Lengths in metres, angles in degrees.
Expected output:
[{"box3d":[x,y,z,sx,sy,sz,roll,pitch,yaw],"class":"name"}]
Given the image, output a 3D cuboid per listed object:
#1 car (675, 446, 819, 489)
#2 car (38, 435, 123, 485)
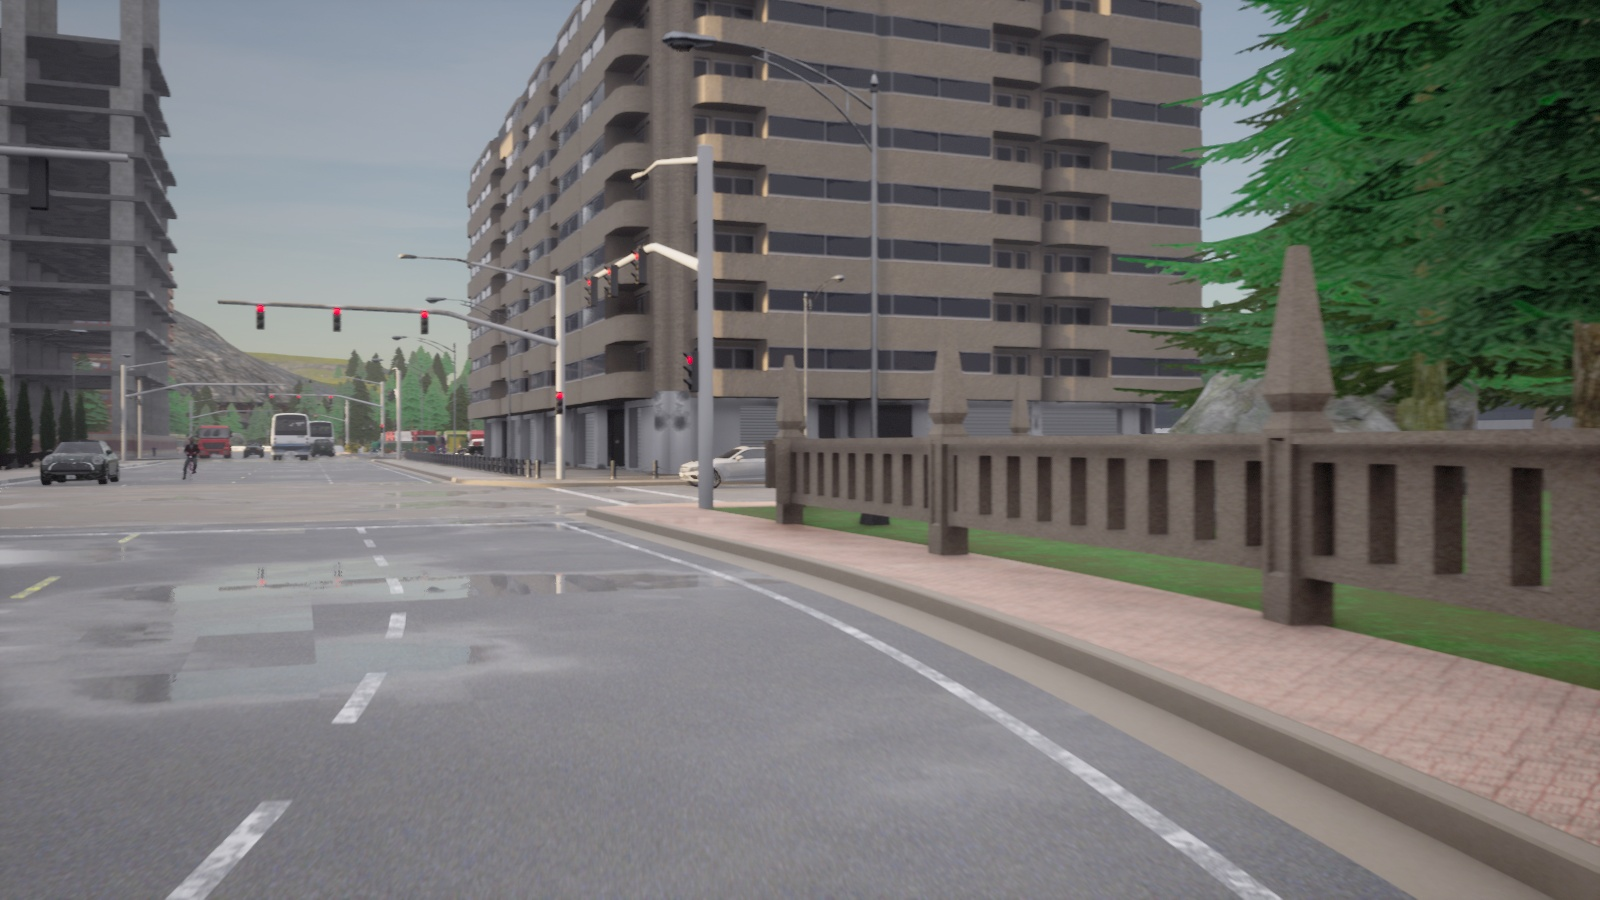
[{"box3d":[-1.845,0.582,43.601,4.674,1.442,1.812,0,0,-22],"class":"car"},{"box3d":[-26.893,0.342,47.099,2.097,1.767,4.553,0,0,-21],"class":"car"}]
